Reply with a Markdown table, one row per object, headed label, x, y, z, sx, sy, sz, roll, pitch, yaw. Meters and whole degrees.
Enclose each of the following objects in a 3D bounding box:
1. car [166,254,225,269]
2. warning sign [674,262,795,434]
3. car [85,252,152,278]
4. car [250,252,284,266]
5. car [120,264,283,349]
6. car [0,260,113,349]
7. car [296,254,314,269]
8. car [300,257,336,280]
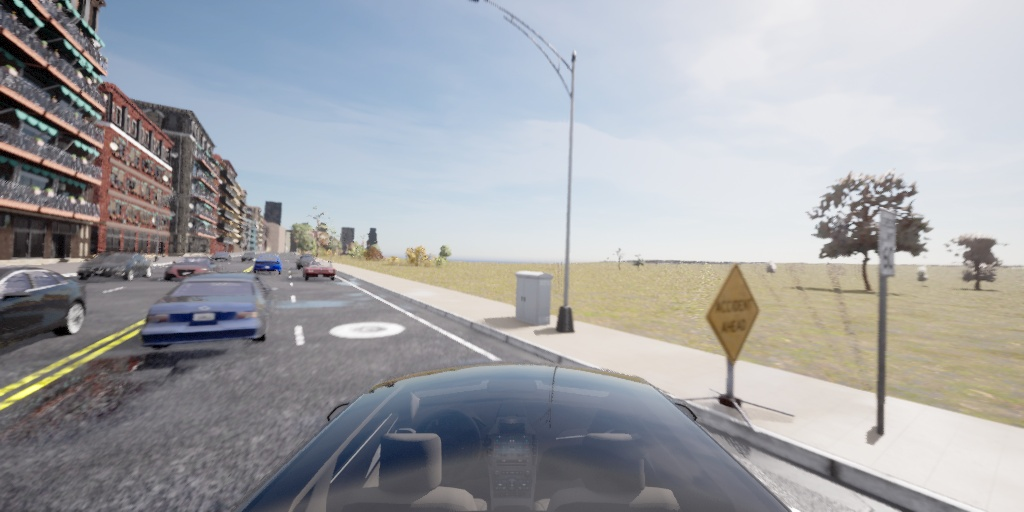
| label | x | y | z | sx | sy | sz | roll | pitch | yaw |
| --- | --- | --- | --- | --- | --- | --- | --- | --- | --- |
| car | -18.870 | 0.743 | 21.331 | 1.994 | 1.385 | 4.181 | 3 | -1 | -32 |
| warning sign | 2.750 | 1.001 | 4.536 | 1.300 | 1.860 | 1.060 | 0 | 0 | -32 |
| car | -21.779 | 0.554 | 19.866 | 1.837 | 1.490 | 4.892 | 3 | -1 | -32 |
| car | -20.236 | 0.679 | 29.861 | 1.882 | 1.535 | 5.008 | 3 | 0 | -32 |
| car | -6.778 | 1.090 | 8.479 | 2.033 | 1.411 | 5.357 | 3 | -1 | -32 |
| car | -9.288 | 0.910 | 5.985 | 2.128 | 1.511 | 4.902 | 3 | -1 | -32 |
| car | -22.969 | 0.750 | 40.278 | 1.994 | 1.385 | 4.181 | 3 | -1 | -32 |
| car | -13.990 | 1.017 | 25.970 | 1.895 | 1.301 | 4.718 | 3 | -1 | -32 |
